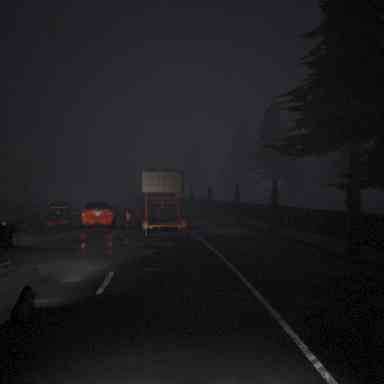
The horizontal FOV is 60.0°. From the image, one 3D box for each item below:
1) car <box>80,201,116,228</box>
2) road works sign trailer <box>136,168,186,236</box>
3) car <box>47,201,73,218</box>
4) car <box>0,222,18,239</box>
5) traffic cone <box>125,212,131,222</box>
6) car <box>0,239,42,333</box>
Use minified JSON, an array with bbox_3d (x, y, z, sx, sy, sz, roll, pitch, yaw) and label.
[{"bbox_3d":[-6.280,1.393,22.623,2.097,1.767,4.553,0,0,-12],"label":"car"},{"bbox_3d":[-1.699,0.489,18.728,2.380,3.560,2.880,0,0,-13],"label":"road works sign trailer"},{"bbox_3d":[-12.157,1.558,30.716,2.128,1.511,4.902,0,0,-18],"label":"car"},{"bbox_3d":[-7.863,1.512,11.687,1.882,1.535,5.008,0,0,-7],"label":"car"},{"bbox_3d":[-4.728,1.995,25.208,0.340,0.580,0.340,0,0,-13],"label":"traffic cone"},{"bbox_3d":[-3.649,1.615,4.114,1.895,1.301,4.718,0,0,-3],"label":"car"}]
